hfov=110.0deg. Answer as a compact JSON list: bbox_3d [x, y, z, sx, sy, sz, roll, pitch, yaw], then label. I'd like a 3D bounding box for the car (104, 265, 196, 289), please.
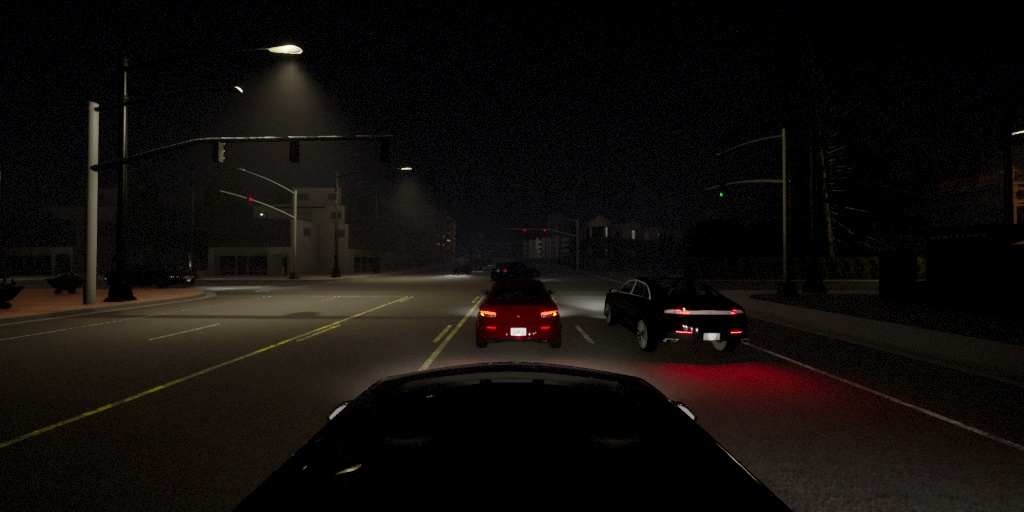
[{"bbox_3d":[-23.356,1.319,23.242,4.902,1.511,2.128,0,-1,1],"label":"car"}]

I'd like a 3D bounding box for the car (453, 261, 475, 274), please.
[{"bbox_3d":[-6.547,1.695,47.286,1.895,1.301,4.718,0,0,2],"label":"car"}]

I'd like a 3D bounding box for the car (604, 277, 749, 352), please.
[{"bbox_3d":[3.654,1.250,8.904,2.128,1.511,4.902,0,0,1],"label":"car"}]

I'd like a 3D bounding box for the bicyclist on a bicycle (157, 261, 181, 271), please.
[{"bbox_3d":[-29.295,1.231,31.027,1.656,1.620,0.582,1,-1,-22],"label":"bicyclist on a bicycle"}]

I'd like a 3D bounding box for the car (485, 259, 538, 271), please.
[{"bbox_3d":[0.343,1.281,30.572,2.097,1.767,4.553,-1,-1,45],"label":"car"}]

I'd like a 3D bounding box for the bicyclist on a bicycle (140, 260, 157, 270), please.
[{"bbox_3d":[-31.200,1.145,31.265,1.656,1.620,0.582,23,6,-26],"label":"bicyclist on a bicycle"}]

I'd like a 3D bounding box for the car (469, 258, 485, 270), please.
[{"bbox_3d":[-6.349,1.348,60.811,2.150,2.045,5.566,0,0,1],"label":"car"}]

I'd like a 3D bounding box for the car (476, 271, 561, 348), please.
[{"bbox_3d":[0.163,1.288,9.149,1.812,1.442,4.674,0,0,1],"label":"car"}]
